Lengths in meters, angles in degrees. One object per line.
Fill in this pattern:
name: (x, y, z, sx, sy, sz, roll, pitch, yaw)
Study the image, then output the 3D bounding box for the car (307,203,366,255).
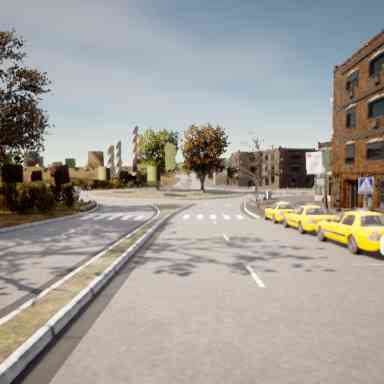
car: (6.475, 1.420, 12.927, 1.946, 1.575, 5.366, 0, 0, 0)

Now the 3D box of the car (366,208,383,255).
car: (6.472, 1.172, 7.118, 2.435, 2.045, 5.566, 0, 0, 0)

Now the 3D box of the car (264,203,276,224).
car: (6.485, 1.421, 23.975, 1.946, 1.575, 5.366, 0, 0, 0)

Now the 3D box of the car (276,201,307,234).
car: (6.475, 1.419, 18.452, 1.946, 1.575, 5.366, 0, 0, 0)
